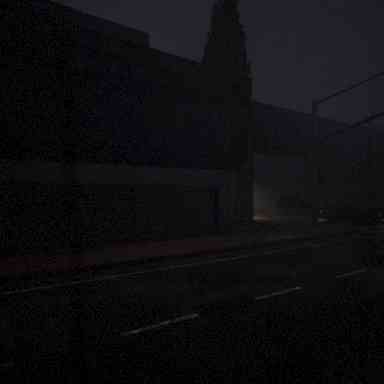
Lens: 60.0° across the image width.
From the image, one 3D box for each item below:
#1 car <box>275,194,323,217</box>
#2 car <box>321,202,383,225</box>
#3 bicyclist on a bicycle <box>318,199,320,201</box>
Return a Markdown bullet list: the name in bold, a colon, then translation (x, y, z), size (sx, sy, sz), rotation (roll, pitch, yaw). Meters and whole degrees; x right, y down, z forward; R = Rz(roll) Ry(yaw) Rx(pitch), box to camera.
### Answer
- **car**: translation (10.535, 1.220, 31.669), size (2.150, 2.045, 5.566), rotation (0, 0, -37)
- **car**: translation (11.942, 1.564, 23.983), size (1.994, 1.385, 4.181), rotation (0, 0, -38)
- **bicyclist on a bicycle**: translation (16.214, 1.303, 43.252), size (1.656, 1.620, 0.582), rotation (0, 0, -37)
